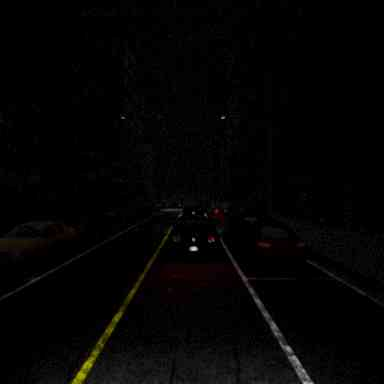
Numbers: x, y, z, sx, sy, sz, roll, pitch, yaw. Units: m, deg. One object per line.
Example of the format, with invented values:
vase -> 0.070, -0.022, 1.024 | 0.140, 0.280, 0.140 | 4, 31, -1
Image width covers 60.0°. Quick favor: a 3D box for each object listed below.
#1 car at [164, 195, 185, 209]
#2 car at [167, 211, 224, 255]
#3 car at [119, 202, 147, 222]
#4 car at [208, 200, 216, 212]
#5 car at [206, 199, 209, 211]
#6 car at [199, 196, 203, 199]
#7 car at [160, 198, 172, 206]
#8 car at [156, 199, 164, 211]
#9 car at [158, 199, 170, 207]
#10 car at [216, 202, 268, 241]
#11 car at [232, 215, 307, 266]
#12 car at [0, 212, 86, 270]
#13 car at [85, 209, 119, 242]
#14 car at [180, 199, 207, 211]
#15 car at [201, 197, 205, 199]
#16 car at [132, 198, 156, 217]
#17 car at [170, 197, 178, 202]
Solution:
car -> -2.734, 1.585, 52.585 | 2.150, 2.045, 5.566 | 0, 0, 0
car -> 0.086, 1.700, 13.824 | 1.895, 1.301, 4.718 | 0, 0, 1
car -> -5.336, 1.766, 28.580 | 1.947, 1.339, 4.313 | 0, 0, 0
car -> 2.689, 1.640, 28.571 | 1.967, 1.590, 4.097 | 0, 0, 0
car -> 2.711, 1.828, 39.932 | 2.008, 1.369, 4.403 | 0, 0, 0
car -> 2.754, 1.956, 62.827 | 1.752, 1.417, 4.829 | 0, 0, 0
car -> -5.261, 2.019, 68.352 | 2.008, 1.369, 4.403 | 0, 0, 0
car -> -5.303, 1.756, 45.626 | 1.967, 1.590, 4.097 | 0, 0, 0
car -> -5.271, 2.013, 62.670 | 1.802, 1.307, 4.206 | 0, 0, 0
car -> 2.668, 1.437, 17.210 | 2.192, 1.841, 5.009 | 0, 0, 0
car -> 2.657, 1.666, 11.527 | 1.802, 1.307, 4.206 | 0, 0, 0
car -> -5.368, 1.609, 11.366 | 1.752, 1.417, 4.829 | 0, 0, 0
car -> -5.357, 1.689, 17.217 | 1.947, 1.339, 4.313 | 0, 0, 0
car -> 0.135, 1.699, 31.734 | 1.882, 1.535, 5.008 | 0, 0, 0
car -> 2.732, 1.920, 51.295 | 1.947, 1.339, 4.313 | 0, 0, 0
car -> -5.325, 1.554, 34.264 | 2.192, 1.841, 5.009 | 0, 0, 0
car -> -5.212, 2.195, 95.227 | 2.008, 1.369, 4.403 | 0, 0, 0
